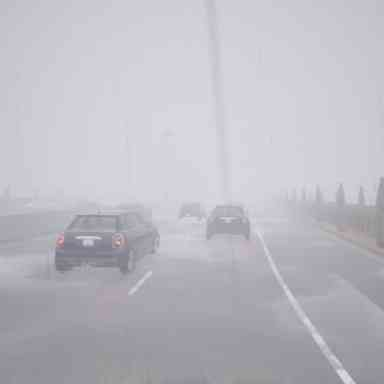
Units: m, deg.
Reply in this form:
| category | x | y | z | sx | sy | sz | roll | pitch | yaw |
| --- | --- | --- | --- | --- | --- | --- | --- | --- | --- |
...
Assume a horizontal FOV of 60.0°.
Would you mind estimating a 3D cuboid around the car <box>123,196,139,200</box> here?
| category | x | y | z | sx | sy | sz | roll | pitch | yaw |
| --- | --- | --- | --- | --- | --- | --- | --- | --- | --- |
| car | -10.207 | 1.498 | 55.253 | 2.097 | 1.767 | 4.553 | 0 | 0 | 9 |

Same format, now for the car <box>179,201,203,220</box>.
| category | x | y | z | sx | sy | sz | roll | pitch | yaw |
| --- | --- | --- | --- | --- | --- | --- | --- | --- | --- |
| car | 0.084 | 1.576 | 28.877 | 1.837 | 1.490 | 4.892 | 0 | 0 | 9 |

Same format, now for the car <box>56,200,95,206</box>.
| category | x | y | z | sx | sy | sz | roll | pitch | yaw |
| --- | --- | --- | --- | --- | --- | --- | --- | --- | --- |
| car | -10.315 | 1.526 | 31.545 | 2.128 | 1.511 | 4.902 | 0 | 0 | 9 |

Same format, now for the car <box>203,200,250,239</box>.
| category | x | y | z | sx | sy | sz | roll | pitch | yaw |
| --- | --- | --- | --- | --- | --- | --- | --- | --- | --- |
| car | 1.986 | 1.395 | 17.776 | 2.097 | 1.767 | 4.553 | 0 | 0 | 8 |

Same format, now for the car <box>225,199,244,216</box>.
| category | x | y | z | sx | sy | sz | roll | pitch | yaw |
| --- | --- | --- | --- | --- | --- | --- | --- | --- | --- |
| car | 4.670 | 1.598 | 35.921 | 1.882 | 1.535 | 5.008 | 0 | 0 | 8 |

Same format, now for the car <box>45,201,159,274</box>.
| category | x | y | z | sx | sy | sz | roll | pitch | yaw |
| --- | --- | --- | --- | --- | --- | --- | --- | --- | --- |
| car | -2.485 | 1.355 | 10.849 | 2.097 | 1.767 | 4.553 | 0 | 0 | 7 |

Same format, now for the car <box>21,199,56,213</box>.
| category | x | y | z | sx | sy | sz | roll | pitch | yaw |
| --- | --- | --- | --- | --- | --- | --- | --- | --- | --- |
| car | -16.634 | 1.551 | 36.568 | 1.812 | 1.442 | 4.674 | 0 | 0 | 9 |
